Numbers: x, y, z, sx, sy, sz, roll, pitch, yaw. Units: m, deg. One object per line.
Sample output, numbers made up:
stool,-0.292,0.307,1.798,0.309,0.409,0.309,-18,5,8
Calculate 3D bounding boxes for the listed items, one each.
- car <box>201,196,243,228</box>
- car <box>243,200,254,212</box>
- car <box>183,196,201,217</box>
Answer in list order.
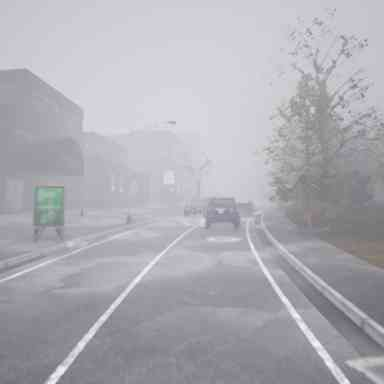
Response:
car,2.246,1.348,23.333,2.150,2.045,5.566,-1,0,10
car,6.549,1.665,41.146,1.882,1.535,5.008,-2,-1,16
car,0.741,1.468,34.151,2.150,2.045,5.566,-1,-1,14
